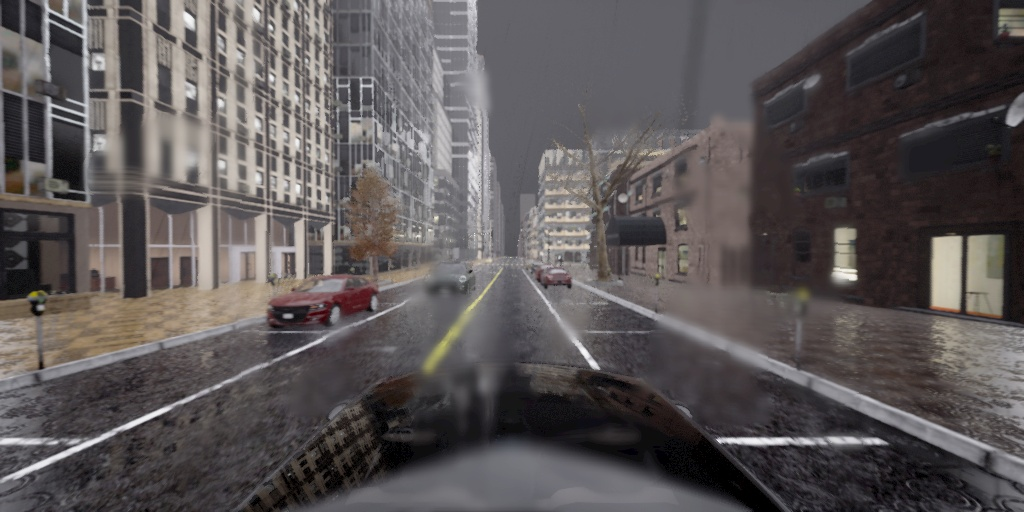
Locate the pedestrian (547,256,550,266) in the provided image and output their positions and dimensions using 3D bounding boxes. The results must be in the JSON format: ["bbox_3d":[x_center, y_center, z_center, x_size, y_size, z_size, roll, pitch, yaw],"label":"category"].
[{"bbox_3d":[6.139,0.832,60.349,0.375,1.860,0.375,-1,1,0],"label":"pedestrian"}]

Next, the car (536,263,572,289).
[{"bbox_3d":[2.725,1.306,22.607,1.802,1.307,4.207,0,0,0],"label":"car"}]

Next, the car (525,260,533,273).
[{"bbox_3d":[2.821,1.254,39.540,2.007,1.370,4.403,0,0,0],"label":"car"}]

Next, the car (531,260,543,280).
[{"bbox_3d":[2.759,1.262,28.252,1.888,1.381,4.507,0,0,0],"label":"car"}]

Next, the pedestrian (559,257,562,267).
[{"bbox_3d":[8.139,1.019,59.752,0.375,1.860,0.375,-1,1,0],"label":"pedestrian"}]

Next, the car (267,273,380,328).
[{"bbox_3d":[-5.690,1.283,11.378,1.888,1.381,4.507,0,0,0],"label":"car"}]

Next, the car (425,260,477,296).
[{"bbox_3d":[-3.097,1.080,18.908,2.097,1.767,4.553,0,0,0],"label":"car"}]

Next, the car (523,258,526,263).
[{"bbox_3d":[2.822,1.216,50.999,1.751,1.417,4.829,0,0,0],"label":"car"}]
